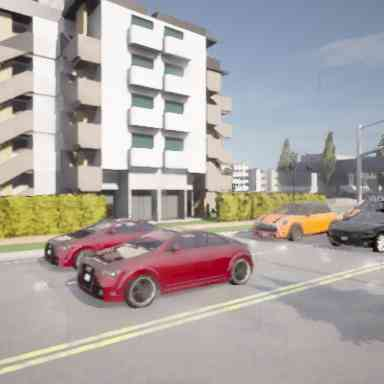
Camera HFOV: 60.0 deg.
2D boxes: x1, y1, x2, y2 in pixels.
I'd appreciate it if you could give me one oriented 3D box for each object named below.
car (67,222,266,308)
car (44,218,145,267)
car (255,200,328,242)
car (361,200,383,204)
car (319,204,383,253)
[{"bbox_3d":[-0.495,1.554,7.923,4.181,1.385,1.994,0,0,-35],"label":"car"},{"bbox_3d":[-2.501,1.554,10.797,4.181,1.385,1.994,0,0,-36],"label":"car"},{"bbox_3d":[5.118,1.319,16.211,4.553,1.767,2.097,0,0,-35],"label":"car"},{"bbox_3d":[11.317,1.304,20.543,4.553,1.767,2.097,0,0,-36],"label":"car"},{"bbox_3d":[7.665,1.445,13.727,5.008,1.535,1.882,0,0,-35],"label":"car"}]
